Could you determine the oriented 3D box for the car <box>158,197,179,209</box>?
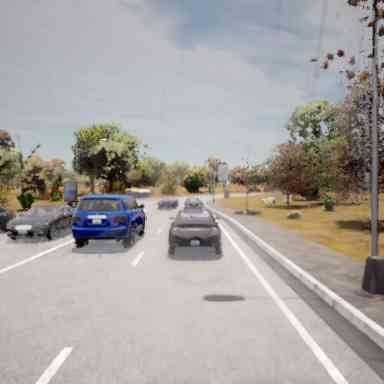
[{"bbox_3d":[-2.620,1.223,38.368,1.895,1.301,4.718,0,1,5],"label":"car"}]

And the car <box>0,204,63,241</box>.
[{"bbox_3d":[-6.995,1.379,16.203,2.128,1.511,4.902,0,0,0],"label":"car"}]

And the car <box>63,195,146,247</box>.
[{"bbox_3d":[-3.393,1.117,14.555,2.150,2.045,5.566,0,1,0],"label":"car"}]

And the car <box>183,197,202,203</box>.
[{"bbox_3d":[0.066,1.239,32.953,2.033,1.411,5.357,0,1,-3],"label":"car"}]

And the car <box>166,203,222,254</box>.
[{"bbox_3d":[0.106,1.399,13.074,2.128,1.511,4.902,0,0,0],"label":"car"}]
